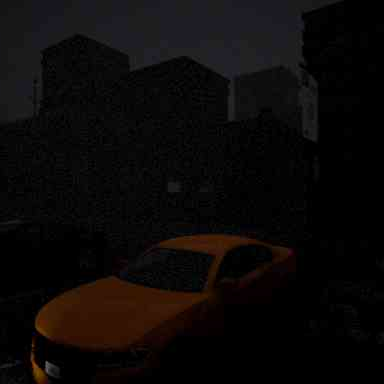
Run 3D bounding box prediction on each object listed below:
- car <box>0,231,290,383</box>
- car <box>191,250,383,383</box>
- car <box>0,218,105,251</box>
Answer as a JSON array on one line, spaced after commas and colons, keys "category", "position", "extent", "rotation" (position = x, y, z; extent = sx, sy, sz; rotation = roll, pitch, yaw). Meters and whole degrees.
[{"category": "car", "position": [0.082, 1.480, 5.302], "extent": [2.097, 1.535, 5.008], "rotation": [0, 0, 35]}, {"category": "car", "position": [2.339, 1.481, 3.679], "extent": [2.231, 1.521, 4.892], "rotation": [0, 0, 35]}, {"category": "car", "position": [-4.535, 1.480, 8.603], "extent": [2.097, 1.535, 5.008], "rotation": [0, 0, 36]}]
